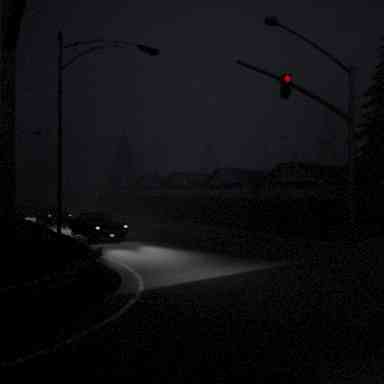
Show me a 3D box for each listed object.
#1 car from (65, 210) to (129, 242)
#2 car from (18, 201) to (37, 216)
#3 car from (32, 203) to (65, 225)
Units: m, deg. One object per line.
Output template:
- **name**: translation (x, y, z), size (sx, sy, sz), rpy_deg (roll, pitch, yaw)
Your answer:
- **car**: translation (-5.164, 1.814, 18.088), size (1.895, 1.301, 4.718), rpy_deg (1, 0, -35)
- **car**: translation (-17.406, 1.683, 35.571), size (2.128, 1.511, 4.902), rpy_deg (0, 0, -33)
- **car**: translation (-10.931, 1.804, 26.201), size (1.895, 1.301, 4.718), rpy_deg (1, 0, -35)
